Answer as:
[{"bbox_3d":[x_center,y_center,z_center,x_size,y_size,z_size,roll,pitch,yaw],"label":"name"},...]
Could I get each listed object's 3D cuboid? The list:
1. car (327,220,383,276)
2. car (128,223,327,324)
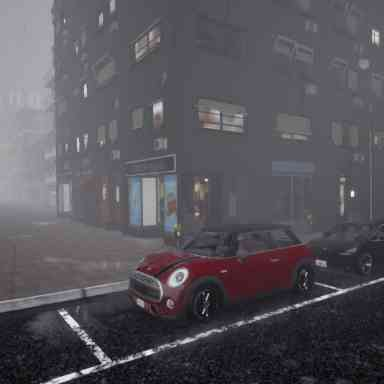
[{"bbox_3d":[5.280,1.563,10.300,4.313,1.339,1.947,0,-1,-35],"label":"car"},{"bbox_3d":[0.709,1.439,7.063,4.097,1.590,1.967,0,-1,-35],"label":"car"}]
